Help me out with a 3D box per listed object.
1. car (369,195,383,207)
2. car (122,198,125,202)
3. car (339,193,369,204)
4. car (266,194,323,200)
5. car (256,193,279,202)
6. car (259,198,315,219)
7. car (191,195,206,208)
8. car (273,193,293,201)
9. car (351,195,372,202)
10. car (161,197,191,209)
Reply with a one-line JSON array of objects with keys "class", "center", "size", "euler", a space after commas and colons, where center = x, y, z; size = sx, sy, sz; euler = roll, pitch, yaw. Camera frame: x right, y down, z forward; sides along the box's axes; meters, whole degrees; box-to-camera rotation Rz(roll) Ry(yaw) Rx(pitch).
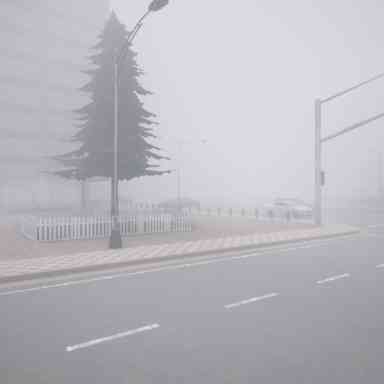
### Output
[{"class": "car", "center": [27.334, 1.153, 45.441], "size": [1.932, 1.855, 4.605], "euler": [0, 0, -36]}, {"class": "car", "center": [-11.980, 1.270, 58.116], "size": [1.994, 1.385, 4.181], "euler": [0, 0, -36]}, {"class": "car", "center": [35.502, 1.153, 72.750], "size": [1.932, 1.855, 4.605], "euler": [0, 0, -36]}, {"class": "car", "center": [10.130, 1.353, 33.141], "size": [2.097, 1.767, 4.553], "euler": [0, 0, -36]}, {"class": "car", "center": [17.728, 1.395, 78.519], "size": [1.970, 1.475, 3.806], "euler": [0, 0, -36]}, {"class": "car", "center": [8.521, 1.526, 29.420], "size": [1.812, 1.442, 4.674], "euler": [0, 0, -34]}, {"class": "car", "center": [-0.666, 1.477, 48.200], "size": [1.882, 1.535, 5.008], "euler": [0, 0, -36]}, {"class": "car", "center": [22.243, 1.153, 81.796], "size": [1.932, 1.855, 4.605], "euler": [0, 0, -36]}, {"class": "car", "center": [37.899, 1.364, 74.378], "size": [1.784, 1.438, 3.905], "euler": [0, 0, -36]}, {"class": "car", "center": [-2.491, 1.564, 44.736], "size": [1.994, 1.385, 4.181], "euler": [0, 0, -36]}]
